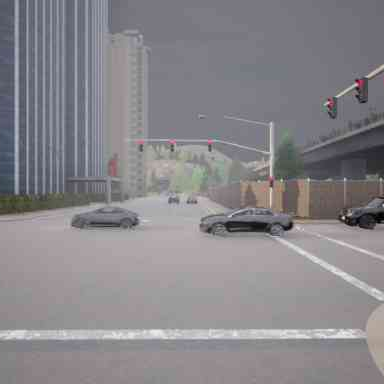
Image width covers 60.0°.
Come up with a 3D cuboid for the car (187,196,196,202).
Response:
[{"bbox_3d":[-0.129,1.595,74.641,1.895,1.301,4.718,0,0,0],"label":"car"}]

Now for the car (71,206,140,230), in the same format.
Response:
[{"bbox_3d":[-5.365,1.595,20.944,4.181,1.385,1.994,0,0,0],"label":"car"}]

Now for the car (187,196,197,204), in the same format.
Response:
[{"bbox_3d":[-0.009,1.564,63.153,1.994,1.385,4.181,0,0,0],"label":"car"}]

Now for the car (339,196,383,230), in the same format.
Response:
[{"bbox_3d":[12.330,1.275,21.012,5.566,2.045,2.150,0,0,0],"label":"car"}]

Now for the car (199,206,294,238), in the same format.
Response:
[{"bbox_3d":[2.831,1.521,17.475,4.902,1.511,2.128,0,0,0],"label":"car"}]

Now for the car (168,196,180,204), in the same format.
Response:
[{"bbox_3d":[-3.513,1.478,64.282,1.882,1.535,5.008,0,0,0],"label":"car"}]

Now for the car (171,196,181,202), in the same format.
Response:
[{"bbox_3d":[-3.628,1.540,74.499,2.033,1.411,5.357,0,0,0],"label":"car"}]
